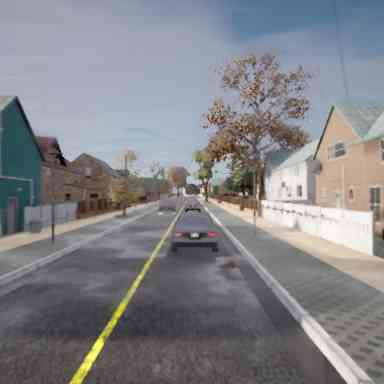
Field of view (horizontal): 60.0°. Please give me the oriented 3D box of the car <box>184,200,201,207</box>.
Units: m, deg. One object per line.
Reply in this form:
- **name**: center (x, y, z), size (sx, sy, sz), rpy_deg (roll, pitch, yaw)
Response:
- **car**: center (0.104, 1.616, 38.306), size (2.033, 1.411, 5.357), rpy_deg (0, 0, 0)

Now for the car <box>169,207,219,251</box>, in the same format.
- **car**: center (0.100, 1.576, 14.200), size (2.033, 1.411, 5.357), rpy_deg (0, 0, 0)

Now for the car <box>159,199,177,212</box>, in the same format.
- **car**: center (-2.806, 1.577, 39.125), size (1.837, 1.490, 4.892), rpy_deg (0, -1, 0)
